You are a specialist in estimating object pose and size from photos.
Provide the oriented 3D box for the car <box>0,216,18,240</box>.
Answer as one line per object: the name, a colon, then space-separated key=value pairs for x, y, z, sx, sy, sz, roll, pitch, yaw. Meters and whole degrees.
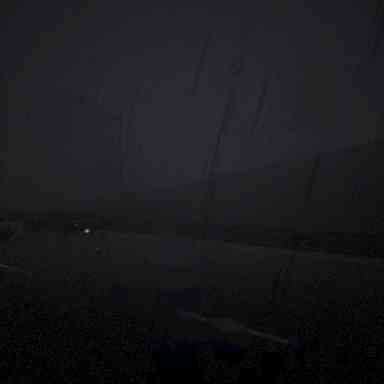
car: x=-10.259 y=1.601 z=15.604 sx=4.718 sy=1.301 sz=1.895 roll=0 pitch=0 yaw=35

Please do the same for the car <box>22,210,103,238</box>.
car: x=-6.932 y=1.601 z=17.532 sx=4.718 sy=1.301 sz=1.895 roll=0 pitch=0 yaw=35
